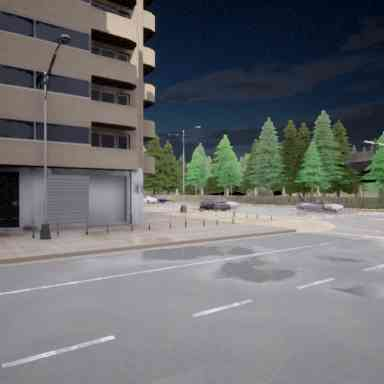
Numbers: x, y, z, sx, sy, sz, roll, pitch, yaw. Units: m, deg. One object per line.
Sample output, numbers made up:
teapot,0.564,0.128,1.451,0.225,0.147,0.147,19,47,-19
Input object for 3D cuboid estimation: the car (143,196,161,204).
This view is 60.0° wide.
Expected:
car,-8.555,1.470,61.198,4.674,1.442,1.812,0,0,31

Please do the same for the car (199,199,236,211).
car,2.721,1.508,38.877,1.994,1.385,4.181,0,0,-35

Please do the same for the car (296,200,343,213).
car,13.602,1.544,35.897,1.895,1.301,4.718,0,0,-35

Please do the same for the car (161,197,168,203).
car,-7.154,1.545,64.451,4.718,1.301,1.895,0,0,31

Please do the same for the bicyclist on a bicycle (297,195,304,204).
bicyclist on a bicycle,15.151,1.244,46.458,1.656,1.620,0.582,0,0,-35

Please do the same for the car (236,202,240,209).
car,4.016,1.544,43.181,1.895,1.301,4.718,0,0,-35
